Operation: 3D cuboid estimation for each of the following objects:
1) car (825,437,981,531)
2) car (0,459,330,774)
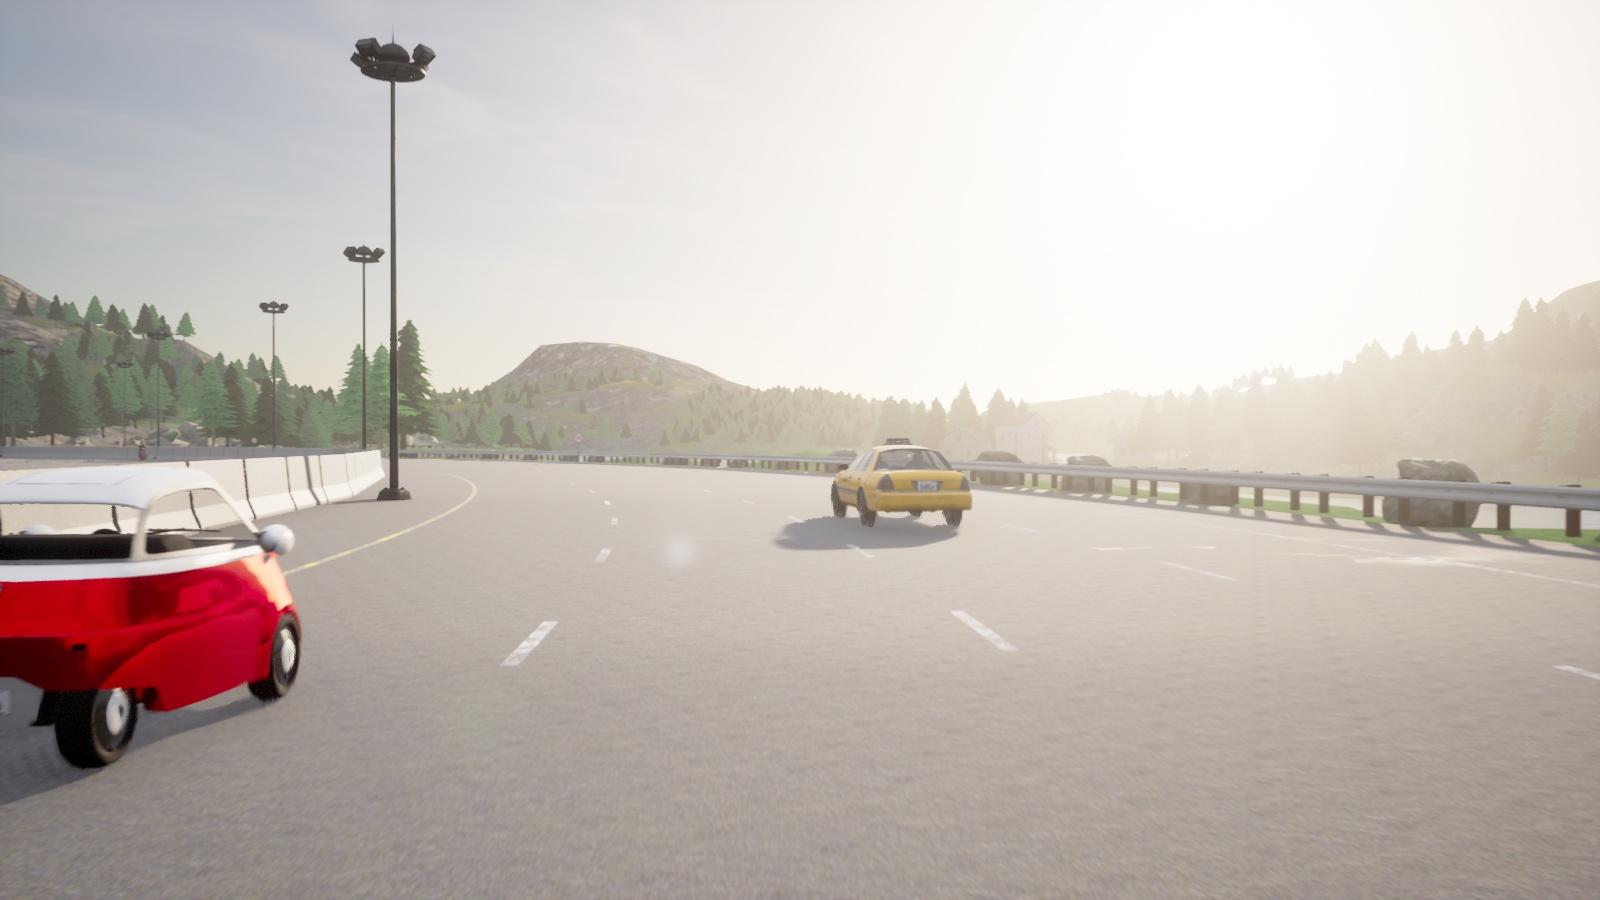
[{"bbox_3d":[1.796,0.552,23.730,1.801,1.575,5.366,0,0,-8],"label":"car"},{"bbox_3d":[-3.649,0.761,6.769,1.481,1.376,2.207,0,1,-3],"label":"car"}]
